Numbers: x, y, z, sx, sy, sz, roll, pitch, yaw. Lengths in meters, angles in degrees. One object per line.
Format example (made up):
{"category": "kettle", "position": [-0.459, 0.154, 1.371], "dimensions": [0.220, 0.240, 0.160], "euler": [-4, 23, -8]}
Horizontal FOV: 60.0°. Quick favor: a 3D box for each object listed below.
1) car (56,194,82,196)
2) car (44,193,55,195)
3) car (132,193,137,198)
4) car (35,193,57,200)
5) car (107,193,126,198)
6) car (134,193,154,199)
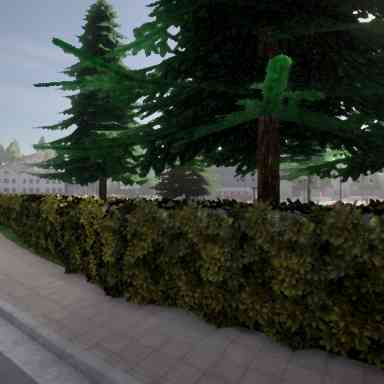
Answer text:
{"category": "car", "position": [-23.826, 1.320, 64.084], "dimensions": [3.633, 1.501, 1.845], "euler": [0, 0, -36]}
{"category": "car", "position": [-29.605, 1.298, 72.236], "dimensions": [4.514, 1.523, 2.007], "euler": [0, 0, -36]}
{"category": "car", "position": [-10.838, 1.097, 77.812], "dimensions": [4.605, 1.855, 1.932], "euler": [0, 0, -36]}
{"category": "car", "position": [-36.273, 1.097, 82.782], "dimensions": [4.605, 1.855, 1.932], "euler": [0, 0, -36]}
{"category": "car", "position": [-20.307, 1.154, 90.342], "dimensions": [5.027, 1.636, 2.152], "euler": [0, 0, -36]}
{"category": "car", "position": [-7.908, 1.384, 60.724], "dimensions": [3.806, 1.475, 1.970], "euler": [0, 0, -36]}
